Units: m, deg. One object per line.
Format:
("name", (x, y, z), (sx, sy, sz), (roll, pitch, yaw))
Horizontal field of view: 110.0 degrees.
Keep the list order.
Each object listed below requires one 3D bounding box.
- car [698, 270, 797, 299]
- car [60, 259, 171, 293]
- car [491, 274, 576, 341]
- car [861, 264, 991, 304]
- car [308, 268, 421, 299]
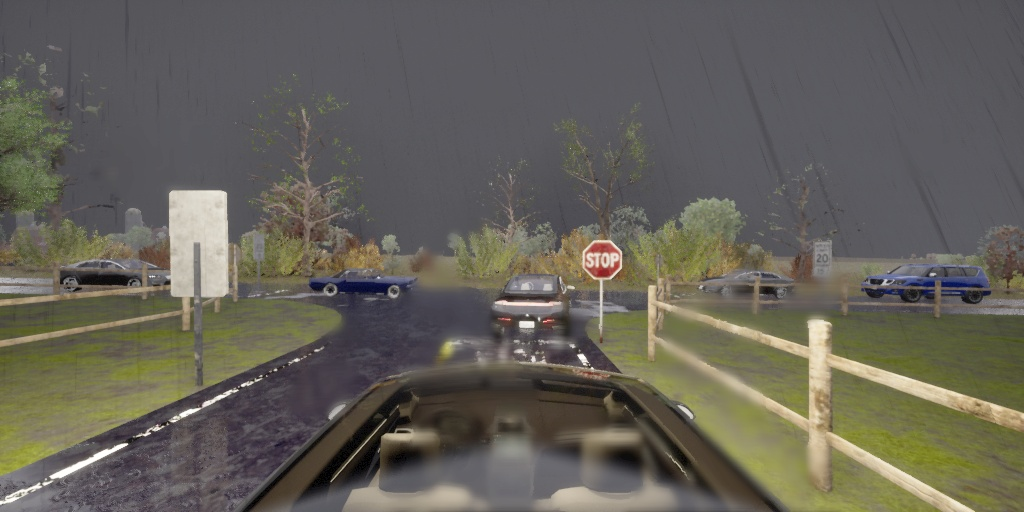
("car", (13.007, 1.525, 19.950), (4.902, 1.511, 2.128), (1, 1, 0))
("car", (-18.487, 0.885, 17.044), (4.902, 1.511, 2.128), (1, 1, 0))
("car", (0.708, 1.240, 9.993), (2.128, 1.511, 4.902), (0, 0, 9))
("car", (22.903, 1.466, 19.937), (5.566, 2.045, 2.150), (1, 1, 0))
("car", (-6.819, 1.248, 17.026), (4.718, 1.301, 1.895), (1, 1, 0))
